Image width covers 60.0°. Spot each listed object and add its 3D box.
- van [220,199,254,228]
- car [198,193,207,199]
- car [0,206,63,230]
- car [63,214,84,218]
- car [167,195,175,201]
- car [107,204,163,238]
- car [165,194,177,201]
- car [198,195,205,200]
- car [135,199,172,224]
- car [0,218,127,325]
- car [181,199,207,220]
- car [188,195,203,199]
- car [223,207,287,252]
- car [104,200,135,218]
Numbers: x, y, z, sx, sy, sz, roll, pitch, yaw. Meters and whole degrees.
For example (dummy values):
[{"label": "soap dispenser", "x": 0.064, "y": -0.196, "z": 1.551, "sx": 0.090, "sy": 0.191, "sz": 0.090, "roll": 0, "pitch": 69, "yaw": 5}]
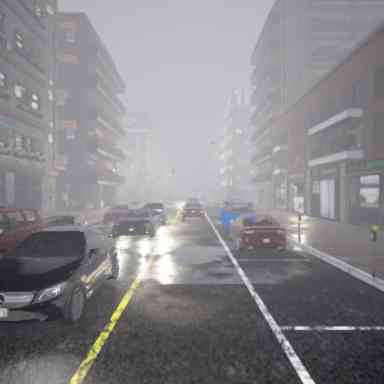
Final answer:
[{"label": "van", "x": 2.568, "y": 1.342, "z": 19.302, "sx": 1.690, "sy": 1.788, "sz": 3.998, "roll": 0, "pitch": 0, "yaw": 0}, {"label": "car", "x": 2.572, "y": 1.538, "z": 79.727, "sx": 1.947, "sy": 1.339, "sz": 4.313, "roll": 0, "pitch": 0, "yaw": 0}, {"label": "car", "x": -5.313, "y": 1.315, "z": 8.128, "sx": 2.192, "sy": 1.841, "sz": 5.009, "roll": 0, "pitch": 0, "yaw": 0}, {"label": "car", "x": -5.313, "y": 1.582, "z": 13.715, "sx": 1.802, "sy": 1.307, "sz": 4.206, "roll": 0, "pitch": 0, "yaw": 0}, {"label": "car", "x": -5.308, "y": 1.511, "z": 85.279, "sx": 1.887, "sy": 1.381, "sz": 4.507, "roll": 0, "pitch": 0, "yaw": 0}, {"label": "car", "x": -2.824, "y": 1.564, "z": 17.475, "sx": 1.994, "sy": 1.385, "sz": 4.181, "roll": 0, "pitch": 0, "yaw": 0}, {"label": "car", "x": -5.308, "y": 1.287, "z": 79.727, "sx": 2.192, "sy": 1.841, "sz": 5.009, "roll": 0, "pitch": 0, "yaw": 0}, {"label": "car", "x": 2.573, "y": 1.544, "z": 90.831, "sx": 1.802, "sy": 1.307, "sz": 4.206, "roll": 0, "pitch": 0, "yaw": 0}, {"label": "car", "x": -2.748, "y": 1.504, "z": 24.645, "sx": 1.837, "sy": 1.490, "sz": 4.892, "roll": 0, "pitch": 0, "yaw": 0}, {"label": "car", "x": -2.848, "y": 1.526, "z": 7.226, "sx": 1.812, "sy": 1.442, "sz": 4.674, "roll": 0, "pitch": 0, "yaw": 0}, {"label": "car", "x": 0.101, "y": 1.547, "z": 27.719, "sx": 2.033, "sy": 1.411, "sz": 5.357, "roll": 0, "pitch": 0, "yaw": 0}, {"label": "car", "x": 0.102, "y": 1.499, "z": 44.486, "sx": 1.837, "sy": 1.490, "sz": 4.892, "roll": 0, "pitch": 0, "yaw": 0}, {"label": "car", "x": 2.567, "y": 1.546, "z": 13.715, "sx": 1.887, "sy": 1.381, "sz": 4.507, "roll": 0, "pitch": 0, "yaw": 0}, {"label": "car", "x": -5.313, "y": 1.544, "z": 24.890, "sx": 1.887, "sy": 1.381, "sz": 4.507, "roll": 0, "pitch": 0, "yaw": 0}]
